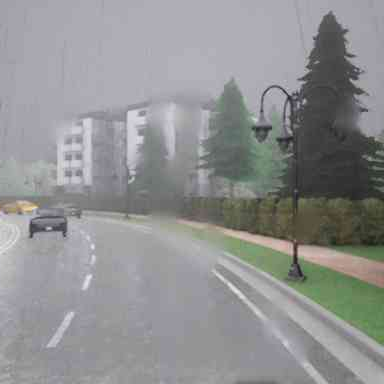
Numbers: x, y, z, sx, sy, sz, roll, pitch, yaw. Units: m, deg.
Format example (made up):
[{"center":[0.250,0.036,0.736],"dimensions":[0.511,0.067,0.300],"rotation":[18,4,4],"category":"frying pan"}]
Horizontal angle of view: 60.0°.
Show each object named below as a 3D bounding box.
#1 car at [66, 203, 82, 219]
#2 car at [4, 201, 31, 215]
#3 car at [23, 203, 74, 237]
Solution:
[{"center":[-11.825,1.721,30.735],"dimensions":[2.128,1.511,4.902],"rotation":[0,-1,-39],"category":"car"},{"center":[-19.822,1.768,38.400],"dimensions":[5.008,1.535,1.882],"rotation":[0,0,36],"category":"car"},{"center":[-8.294,1.635,19.063],"dimensions":[2.128,1.511,4.902],"rotation":[0,0,-25],"category":"car"}]
